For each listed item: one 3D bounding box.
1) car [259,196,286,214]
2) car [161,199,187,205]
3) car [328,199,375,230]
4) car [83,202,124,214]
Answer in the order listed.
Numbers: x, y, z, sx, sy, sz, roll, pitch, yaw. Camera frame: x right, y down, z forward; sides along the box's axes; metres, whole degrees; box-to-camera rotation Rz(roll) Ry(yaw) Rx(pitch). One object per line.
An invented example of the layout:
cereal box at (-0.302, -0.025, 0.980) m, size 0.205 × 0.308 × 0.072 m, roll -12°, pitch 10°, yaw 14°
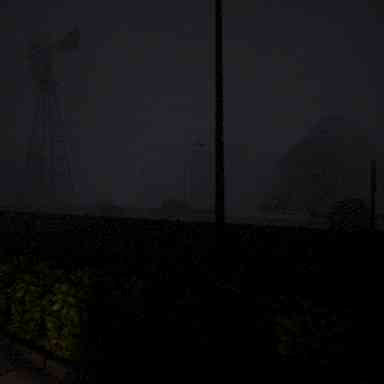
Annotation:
car at (9.044, 1.410, 36.908) m, size 1.905 × 1.878 × 3.866 m, roll 0°, pitch 0°, yaw 35°
car at (-2.312, 1.698, 44.195) m, size 1.816 × 1.474 × 4.193 m, roll 0°, pitch 0°, yaw 35°
car at (9.758, 1.335, 20.205) m, size 1.932 × 1.855 × 4.605 m, roll 0°, pitch 0°, yaw 35°
car at (-8.734, 1.704, 32.984) m, size 1.784 × 1.438 × 3.905 m, roll 0°, pitch 0°, yaw 35°
